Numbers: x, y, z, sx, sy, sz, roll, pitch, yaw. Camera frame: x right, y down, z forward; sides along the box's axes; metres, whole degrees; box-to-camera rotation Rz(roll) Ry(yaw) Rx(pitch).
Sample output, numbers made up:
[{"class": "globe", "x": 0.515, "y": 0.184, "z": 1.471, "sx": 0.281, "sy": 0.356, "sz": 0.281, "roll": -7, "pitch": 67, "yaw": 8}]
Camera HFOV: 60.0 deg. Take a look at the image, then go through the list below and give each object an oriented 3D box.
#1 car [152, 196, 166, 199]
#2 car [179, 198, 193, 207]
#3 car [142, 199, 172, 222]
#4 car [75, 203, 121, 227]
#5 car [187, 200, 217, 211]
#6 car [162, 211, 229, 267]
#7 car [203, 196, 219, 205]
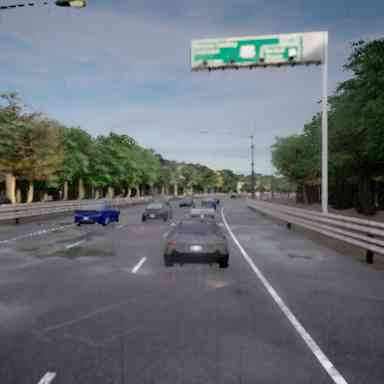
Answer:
[{"class": "car", "x": -4.462, "y": 1.354, "z": 46.277, "sx": 2.097, "sy": 1.767, "sz": 4.553, "roll": 0, "pitch": 0, "yaw": 6}, {"class": "car", "x": -0.698, "y": 1.557, "z": 49.894, "sx": 2.033, "sy": 1.411, "sz": 5.357, "roll": 0, "pitch": 0, "yaw": 7}, {"class": "car", "x": -2.642, "y": 1.530, "z": 25.832, "sx": 1.812, "sy": 1.442, "sz": 4.674, "roll": 0, "pitch": 0, "yaw": 4}, {"class": "car", "x": -6.328, "y": 1.469, "z": 22.827, "sx": 1.882, "sy": 1.535, "sz": 5.008, "roll": 0, "pitch": 0, "yaw": 3}, {"class": "car", "x": 0.932, "y": 1.613, "z": 28.178, "sx": 1.895, "sy": 1.301, "sz": 4.718, "roll": 0, "pitch": 0, "yaw": 4}, {"class": "car", "x": 0.176, "y": 1.571, "z": 11.458, "sx": 1.994, "sy": 1.385, "sz": 4.181, "roll": 0, "pitch": 0, "yaw": 2}, {"class": "car", "x": 2.240, "y": 1.494, "z": 43.727, "sx": 1.882, "sy": 1.535, "sz": 5.008, "roll": 0, "pitch": 0, "yaw": 6}]
